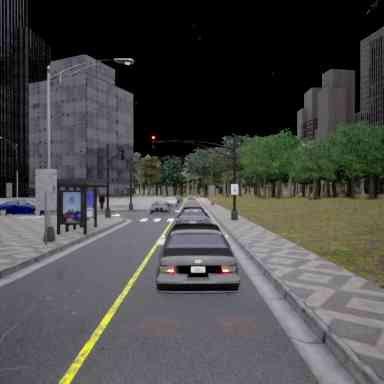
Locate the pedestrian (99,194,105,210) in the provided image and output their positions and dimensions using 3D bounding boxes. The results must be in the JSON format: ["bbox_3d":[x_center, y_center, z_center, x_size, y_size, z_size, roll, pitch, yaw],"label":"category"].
[{"bbox_3d":[-10.108,1.051,37.285,0.375,1.860,0.375,0,0,1],"label":"pedestrian"}]

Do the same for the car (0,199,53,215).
[{"bbox_3d":[-15.658,1.426,31.180,5.008,1.535,1.882,0,0,0],"label":"car"}]

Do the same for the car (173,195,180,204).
[{"bbox_3d":[-3.129,1.473,50.074,1.812,1.442,4.674,0,0,0],"label":"car"}]

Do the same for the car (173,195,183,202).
[{"bbox_3d":[-3.098,1.452,73.847,1.994,1.385,4.181,0,0,0],"label":"car"}]

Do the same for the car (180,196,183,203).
[{"bbox_3d":[-3.114,1.529,61.706,1.895,1.301,4.718,0,0,0],"label":"car"}]

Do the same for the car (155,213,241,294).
[{"bbox_3d":[0.094,1.545,8.939,2.033,1.411,5.357,0,0,-1],"label":"car"}]

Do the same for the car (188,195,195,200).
[{"bbox_3d":[-0.153,1.470,86.414,1.895,1.301,4.718,0,0,0],"label":"car"}]

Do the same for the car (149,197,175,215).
[{"bbox_3d":[-3.121,1.538,33.561,1.994,1.385,4.181,0,0,0],"label":"car"}]

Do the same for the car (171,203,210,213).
[{"bbox_3d":[0.071,1.554,19.217,1.994,1.385,4.181,0,0,0],"label":"car"}]
